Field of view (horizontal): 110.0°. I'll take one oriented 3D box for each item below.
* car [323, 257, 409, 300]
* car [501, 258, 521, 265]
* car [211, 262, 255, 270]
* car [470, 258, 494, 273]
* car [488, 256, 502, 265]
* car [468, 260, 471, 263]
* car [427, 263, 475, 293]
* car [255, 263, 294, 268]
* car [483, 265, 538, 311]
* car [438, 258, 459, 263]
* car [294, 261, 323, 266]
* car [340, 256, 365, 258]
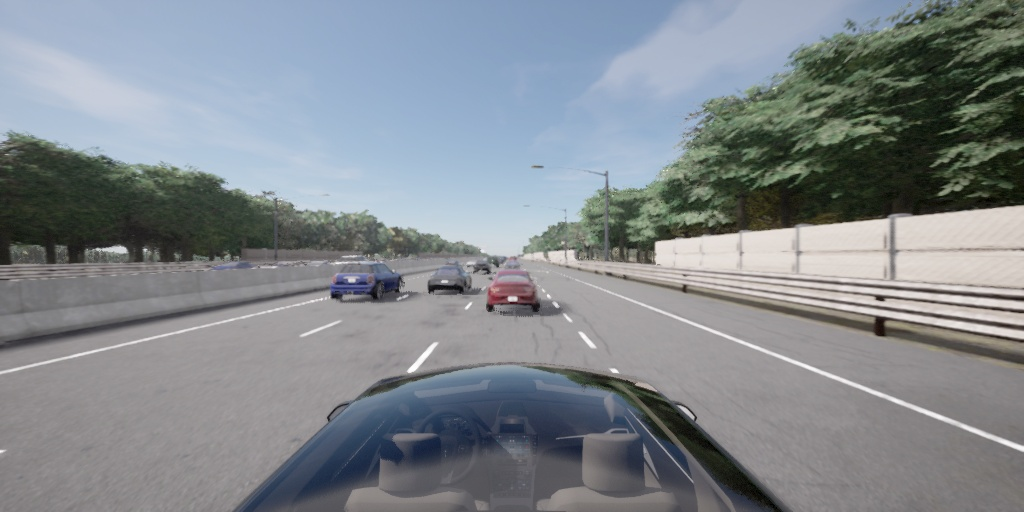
[{"bbox_3d":[-6.965,1.084,17.718,2.097,1.767,4.553,0,0,0],"label":"car"},{"bbox_3d":[0.092,1.288,42.045,2.033,1.411,5.357,0,0,0],"label":"car"},{"bbox_3d":[-27.996,1.296,36.243,1.812,1.442,4.674,0,0,0],"label":"car"},{"bbox_3d":[-3.411,1.252,42.060,1.837,1.490,4.892,0,0,0],"label":"car"},{"bbox_3d":[-3.359,1.003,64.177,2.150,2.045,5.566,0,0,0],"label":"car"},{"bbox_3d":[-6.859,1.387,64.136,1.895,1.301,4.718,0,0,0],"label":"car"},{"bbox_3d":[-3.458,1.290,20.458,1.994,1.385,4.181,0,0,0],"label":"car"},{"bbox_3d":[-24.480,1.370,38.182,1.895,1.301,4.718,0,0,1],"label":"car"},{"bbox_3d":[0.027,1.252,14.161,1.812,1.442,4.674,0,0,0],"label":"car"},{"bbox_3d":[-6.909,1.242,42.071,2.128,1.511,4.902,0,0,0],"label":"car"},{"bbox_3d":[-20.977,1.290,38.845,1.812,1.442,4.674,0,0,1],"label":"car"},{"bbox_3d":[-17.481,0.983,38.740,2.150,2.045,5.566,0,0,1],"label":"car"}]
